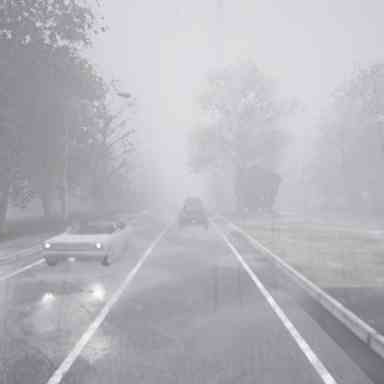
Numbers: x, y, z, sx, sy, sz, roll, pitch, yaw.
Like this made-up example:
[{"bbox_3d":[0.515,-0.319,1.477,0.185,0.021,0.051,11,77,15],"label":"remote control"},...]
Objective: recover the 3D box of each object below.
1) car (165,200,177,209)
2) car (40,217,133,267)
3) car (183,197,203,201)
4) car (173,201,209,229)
[{"bbox_3d":[-3.305,2.031,54.884,2.128,1.511,4.902,0,0,0],"label":"car"},{"bbox_3d":[-3.353,1.594,11.506,1.895,1.301,4.718,0,0,0],"label":"car"},{"bbox_3d":[0.097,1.578,40.056,2.150,2.045,5.566,0,-1,0],"label":"car"},{"bbox_3d":[0.096,1.578,22.161,2.128,1.511,4.902,0,-1,0],"label":"car"}]
